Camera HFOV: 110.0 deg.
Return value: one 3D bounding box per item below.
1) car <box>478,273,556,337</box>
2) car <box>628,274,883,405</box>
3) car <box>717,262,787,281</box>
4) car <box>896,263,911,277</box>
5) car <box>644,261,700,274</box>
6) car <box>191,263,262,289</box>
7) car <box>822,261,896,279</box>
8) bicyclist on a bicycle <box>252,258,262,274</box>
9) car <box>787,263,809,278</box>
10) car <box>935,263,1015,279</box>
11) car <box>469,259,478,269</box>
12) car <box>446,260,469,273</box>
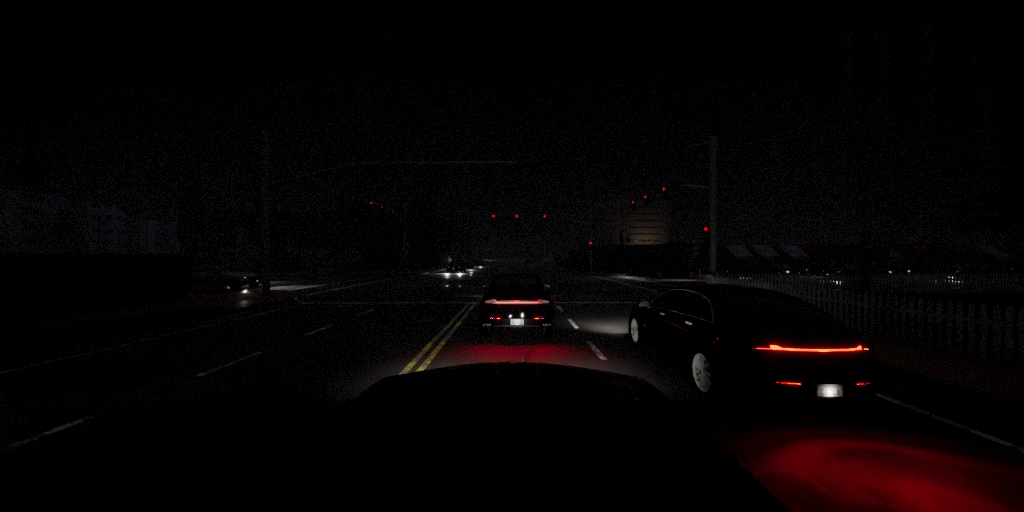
[{"bbox_3d":[0.130,1.242,10.333,2.128,1.511,4.902,0,0,0],"label":"car"},{"bbox_3d":[3.587,1.255,6.429,1.837,1.490,4.892,0,0,1],"label":"car"},{"bbox_3d":[19.615,1.241,30.036,4.902,1.511,2.128,0,0,-1],"label":"car"},{"bbox_3d":[34.483,1.242,33.813,4.902,1.511,2.128,0,0,-1],"label":"car"},{"bbox_3d":[14.920,1.255,33.512,4.892,1.490,1.837,0,0,1],"label":"car"},{"bbox_3d":[-18.162,1.276,22.254,4.674,1.442,1.812,0,0,0],"label":"car"},{"bbox_3d":[28.875,1.276,30.203,4.674,1.442,1.812,0,0,-1],"label":"car"},{"bbox_3d":[-26.175,1.051,36.843,0.582,1.620,1.656,0,0,-3],"label":"bicyclist on a bicycle"},{"bbox_3d":[24.659,1.297,33.634,5.357,1.411,2.033,0,0,-1],"label":"car"},{"bbox_3d":[38.875,1.276,30.387,4.674,1.442,1.812,0,0,-1],"label":"car"},{"bbox_3d":[-6.774,1.276,54.584,1.812,1.442,4.674,0,0,1],"label":"car"},{"bbox_3d":[-6.845,1.255,44.358,1.837,1.490,4.892,0,0,0],"label":"car"}]
